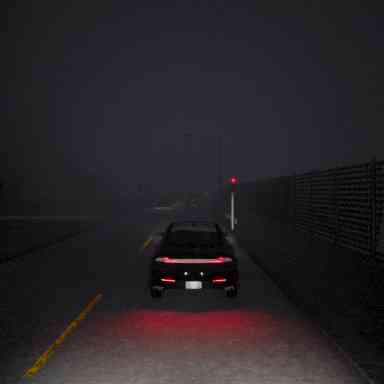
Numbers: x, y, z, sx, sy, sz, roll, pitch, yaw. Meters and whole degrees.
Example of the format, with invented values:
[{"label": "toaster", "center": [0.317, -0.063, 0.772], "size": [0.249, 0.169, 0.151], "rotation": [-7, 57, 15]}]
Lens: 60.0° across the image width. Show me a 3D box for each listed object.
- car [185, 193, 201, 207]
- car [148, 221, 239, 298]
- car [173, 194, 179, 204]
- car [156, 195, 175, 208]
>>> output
[{"label": "car", "center": [0.139, 1.219, 50.213], "size": [2.150, 2.045, 5.566], "rotation": [0, 0, 0]}, {"label": "car", "center": [0.055, 1.491, 8.524], "size": [2.128, 1.511, 4.902], "rotation": [0, 0, 1]}, {"label": "car", "center": [-3.999, 1.502, 64.206], "size": [1.837, 1.490, 4.892], "rotation": [0, 0, 1]}, {"label": "car", "center": [-4.058, 1.545, 48.645], "size": [2.033, 1.411, 5.357], "rotation": [0, 0, 0]}]
